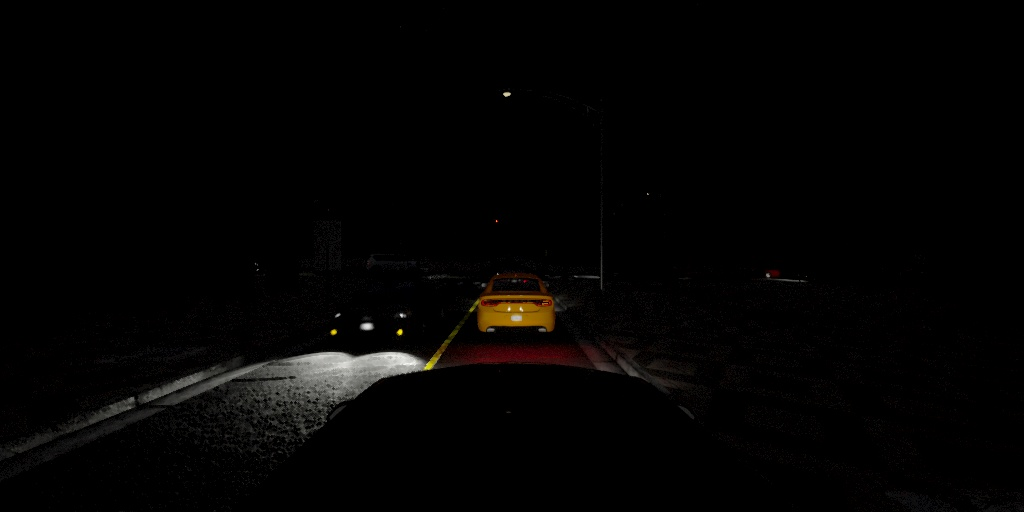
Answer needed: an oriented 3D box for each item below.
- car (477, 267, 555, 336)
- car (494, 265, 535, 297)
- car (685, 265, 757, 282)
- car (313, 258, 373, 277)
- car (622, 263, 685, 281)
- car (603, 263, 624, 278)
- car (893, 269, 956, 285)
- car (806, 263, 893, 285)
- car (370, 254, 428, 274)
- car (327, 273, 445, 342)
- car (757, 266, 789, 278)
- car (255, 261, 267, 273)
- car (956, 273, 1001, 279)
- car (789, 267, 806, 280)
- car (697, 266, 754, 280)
[{"bbox_3d":[0.103,1.227,10.430,1.882,1.535,5.008,0,0,0],"label":"car"},{"bbox_3d":[0.110,1.296,20.257,2.033,1.411,5.357,0,0,0],"label":"car"},{"bbox_3d":[17.953,1.568,30.981,4.829,1.417,1.751,0,0,0],"label":"car"},{"bbox_3d":[-14.767,1.115,30.905,4.403,1.370,2.007,0,0,0],"label":"car"},{"bbox_3d":[12.141,1.522,30.985,4.313,1.339,1.948,0,0,0],"label":"car"},{"bbox_3d":[11.899,1.454,36.843,4.892,1.490,1.837,1,0,0],"label":"car"},{"bbox_3d":[34.714,1.861,30.970,4.507,1.381,1.888,0,0,0],"label":"car"},{"bbox_3d":[29.070,1.538,30.974,5.009,1.841,2.192,0,0,0],"label":"car"},{"bbox_3d":[-10.734,0.841,33.657,5.566,2.045,2.150,1,0,0],"label":"car"},{"bbox_3d":[-3.096,1.314,9.632,1.994,1.385,4.181,0,0,0],"label":"car"},{"bbox_3d":[29.083,1.763,39.499,4.507,1.381,1.888,0,0,0],"label":"car"},{"bbox_3d":[-25.360,0.769,33.671,4.553,1.767,2.097,1,0,0],"label":"car"},{"bbox_3d":[40.364,1.993,30.967,4.207,1.307,1.802,0,0,0],"label":"car"},{"bbox_3d":[31.882,1.770,36.821,4.892,1.490,1.837,1,0,0],"label":"car"},{"bbox_3d":[21.817,1.704,36.836,4.718,1.301,1.895,1,0,0],"label":"car"}]
